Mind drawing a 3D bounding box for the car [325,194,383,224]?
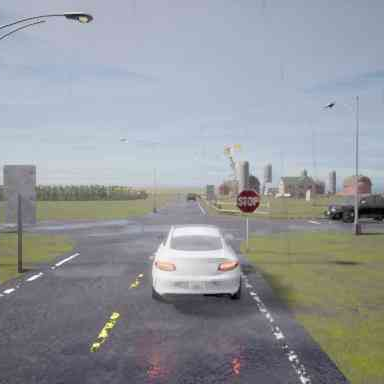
[{"bbox_3d":[12.702,1.195,24.348,5.566,2.045,2.150,0,1,-3],"label":"car"}]

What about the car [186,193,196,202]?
[{"bbox_3d":[-0.158,1.229,78.676,2.150,2.045,5.566,0,0,0],"label":"car"}]

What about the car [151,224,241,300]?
[{"bbox_3d":[0.084,1.524,8.277,1.812,1.442,4.674,0,0,0],"label":"car"}]
